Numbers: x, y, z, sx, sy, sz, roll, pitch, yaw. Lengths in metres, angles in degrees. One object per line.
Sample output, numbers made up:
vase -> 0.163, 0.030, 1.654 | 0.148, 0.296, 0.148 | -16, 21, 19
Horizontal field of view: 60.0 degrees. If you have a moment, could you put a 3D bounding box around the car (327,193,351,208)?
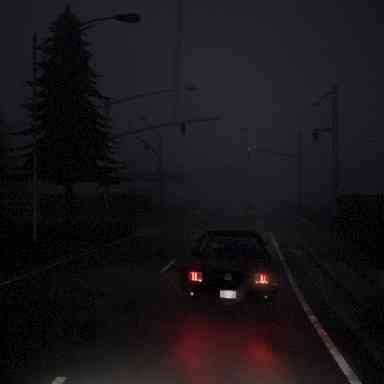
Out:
car -> 20.193, 1.331, 43.072 | 5.027, 1.636, 2.152 | 0, 0, 10

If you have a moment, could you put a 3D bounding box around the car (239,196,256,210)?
car -> 7.181, 1.352, 43.278 | 2.097, 1.767, 4.553 | 0, 0, 10

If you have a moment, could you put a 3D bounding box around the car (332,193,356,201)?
car -> 34.421, 1.097, 75.395 | 4.605, 1.855, 1.932 | 0, 0, 10

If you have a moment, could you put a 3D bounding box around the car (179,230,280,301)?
car -> 0.980, 1.601, 8.337 | 1.895, 1.301, 4.718 | 0, 0, 8

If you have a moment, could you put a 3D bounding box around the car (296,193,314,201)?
car -> 27.239, 1.077, 79.992 | 3.866, 1.878, 1.905 | 0, 0, 10

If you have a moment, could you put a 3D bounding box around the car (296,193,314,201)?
car -> 26.063, 1.361, 76.823 | 3.806, 1.475, 1.970 | 0, 0, 10
